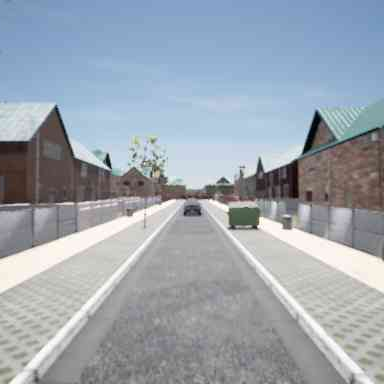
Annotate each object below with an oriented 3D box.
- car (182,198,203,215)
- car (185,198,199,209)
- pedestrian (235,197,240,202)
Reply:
[{"bbox_3d":[0.052,1.607,35.212,1.837,1.490,4.892,0,0,1],"label":"car"},{"bbox_3d":[0.043,1.616,48.101,1.882,1.535,5.008,0,0,0],"label":"car"},{"bbox_3d":[3.009,1.204,21.859,0.375,1.860,0.375,2,-2,-6],"label":"pedestrian"}]
